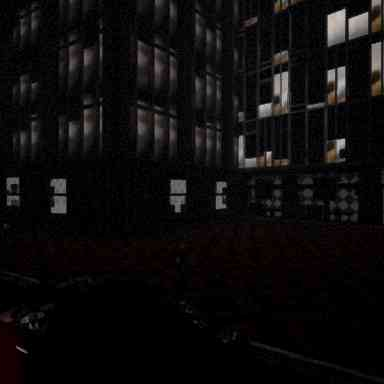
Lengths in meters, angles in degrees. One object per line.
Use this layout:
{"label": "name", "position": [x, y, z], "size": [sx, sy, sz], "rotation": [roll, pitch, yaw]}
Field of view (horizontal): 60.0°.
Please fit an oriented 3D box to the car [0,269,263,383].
{"label": "car", "position": [-1.290, 1.581, 3.793], "size": [4.206, 1.307, 1.802], "rotation": [0, 0, 35]}
